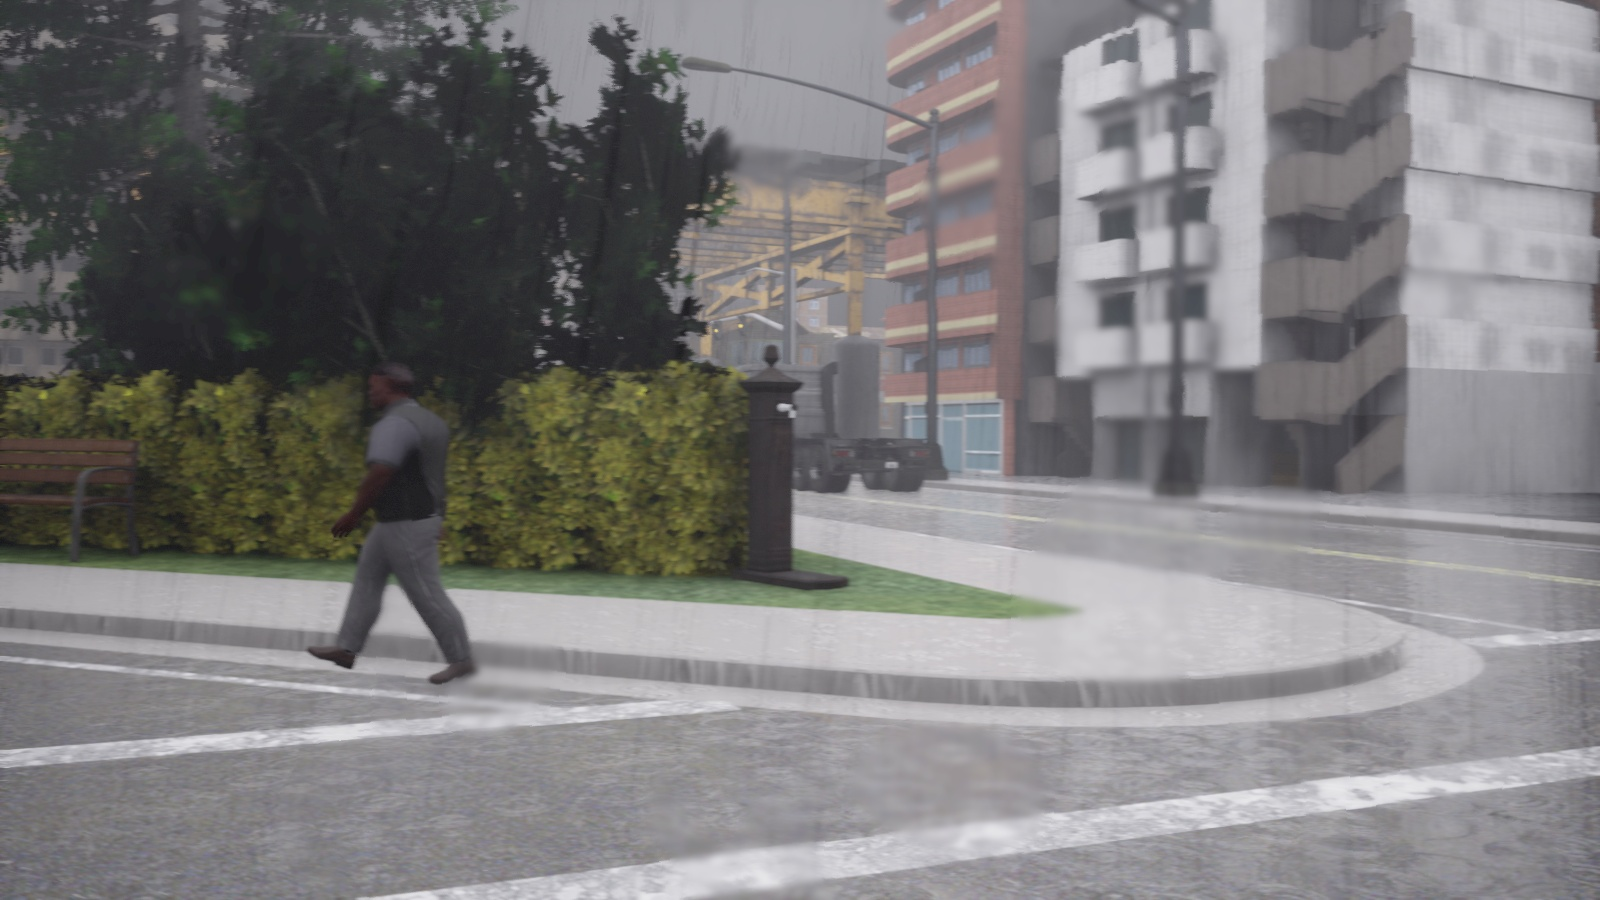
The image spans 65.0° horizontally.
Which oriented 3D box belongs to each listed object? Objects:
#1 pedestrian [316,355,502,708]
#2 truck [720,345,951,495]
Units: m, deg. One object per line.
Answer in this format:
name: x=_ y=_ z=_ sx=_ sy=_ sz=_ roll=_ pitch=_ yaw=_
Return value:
pedestrian: x=-2.163 y=0.432 z=7.024 sx=0.849 sy=1.883 sz=0.563 roll=-1 pitch=1 yaw=-3
truck: x=0.661 y=-0.743 z=33.243 sx=2.891 sy=3.462 sz=7.936 roll=-1 pitch=1 yaw=-24
